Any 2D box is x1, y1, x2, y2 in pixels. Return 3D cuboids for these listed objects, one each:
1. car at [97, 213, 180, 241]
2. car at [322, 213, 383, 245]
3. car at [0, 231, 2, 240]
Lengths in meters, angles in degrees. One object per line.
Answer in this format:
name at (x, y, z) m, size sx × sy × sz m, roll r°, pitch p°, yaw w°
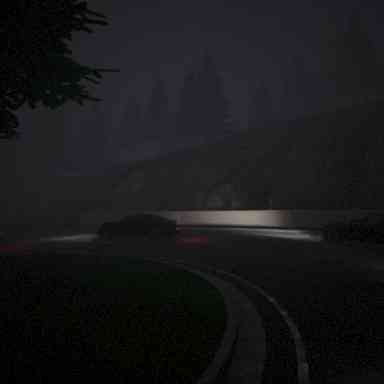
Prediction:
car at (-3.227, 2.010, 19.790) m, size 5.008 × 1.535 × 1.882 m, roll -1°, pitch -2°, yaw 16°
car at (8.209, 1.707, 15.040) m, size 2.128 × 1.511 × 4.902 m, roll 0°, pitch -2°, yaw -27°
car at (-12.297, 2.157, 17.068) m, size 4.674 × 1.442 × 1.812 m, roll -1°, pitch -1°, yaw 2°
